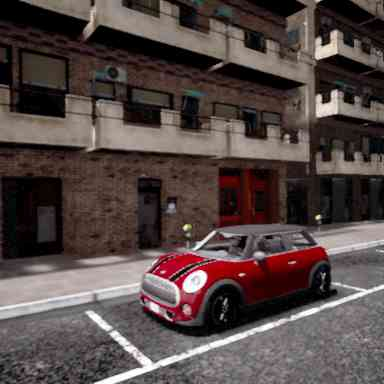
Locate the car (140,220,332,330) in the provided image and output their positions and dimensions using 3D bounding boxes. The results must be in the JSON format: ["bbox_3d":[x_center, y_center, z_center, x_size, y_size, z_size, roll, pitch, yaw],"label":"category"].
[{"bbox_3d":[0.986,1.435,6.819,4.097,1.590,1.967,0,-1,-36],"label":"car"}]
